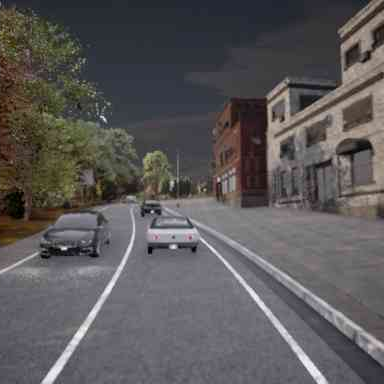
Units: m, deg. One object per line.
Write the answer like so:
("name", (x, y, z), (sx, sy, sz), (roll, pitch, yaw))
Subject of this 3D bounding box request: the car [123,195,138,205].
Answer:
("car", (-10.048, 1.290, 54.440), (1.812, 1.442, 4.674), (0, 0, 1))

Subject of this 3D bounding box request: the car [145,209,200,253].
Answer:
("car", (-0.904, 1.610, 13.755), (1.895, 1.301, 4.718), (0, 0, -7))

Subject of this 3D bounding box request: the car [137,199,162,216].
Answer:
("car", (-3.916, 1.451, 31.511), (1.837, 1.490, 4.892), (1, 0, -11))

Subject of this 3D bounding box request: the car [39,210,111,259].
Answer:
("car", (-4.242, 1.491, 12.698), (1.837, 1.490, 4.892), (1, 0, -7))
